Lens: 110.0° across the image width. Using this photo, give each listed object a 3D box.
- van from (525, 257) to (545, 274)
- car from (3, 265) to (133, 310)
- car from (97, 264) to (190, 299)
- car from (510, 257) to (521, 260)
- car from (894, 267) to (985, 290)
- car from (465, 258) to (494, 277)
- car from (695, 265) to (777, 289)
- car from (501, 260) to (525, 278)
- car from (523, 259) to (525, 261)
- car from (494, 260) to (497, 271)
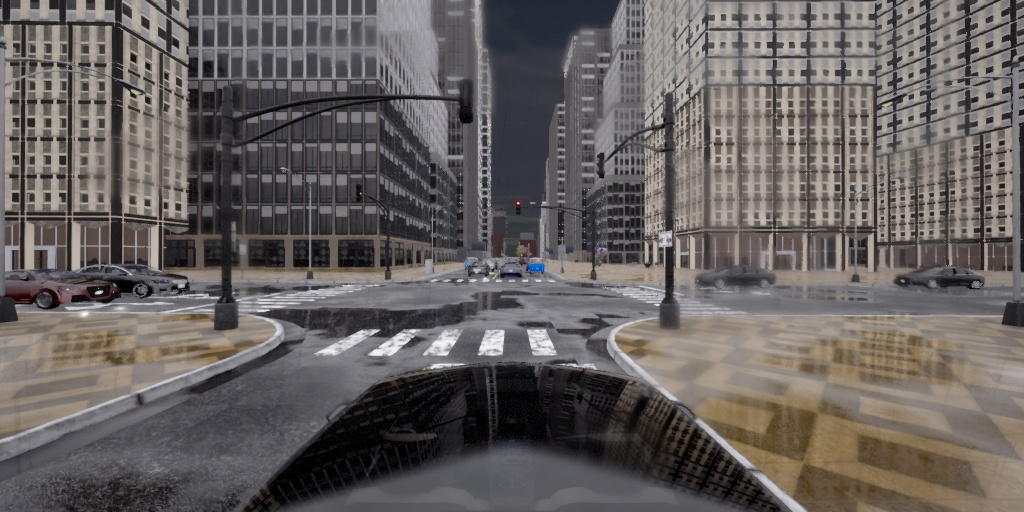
[{"bbox_3d":[2.687,1.090,39.789,1.690,1.789,3.998,0,0,0],"label":"van"},{"bbox_3d":[-17.424,1.169,13.362,4.181,1.385,1.994,0,0,-1],"label":"car"},{"bbox_3d":[-17.809,1.109,16.606,4.902,1.511,2.128,0,0,-1],"label":"car"},{"bbox_3d":[0.082,1.296,62.292,2.033,1.411,5.357,0,0,1],"label":"car"},{"bbox_3d":[28.861,1.486,24.284,4.892,1.490,1.837,0,0,-1],"label":"car"},{"bbox_3d":[-3.231,1.241,35.622,2.128,1.511,4.902,0,0,0],"label":"car"},{"bbox_3d":[14.862,1.392,23.953,4.892,1.490,1.837,-1,0,1],"label":"car"},{"bbox_3d":[-0.073,1.313,34.577,1.994,1.385,4.181,0,0,0],"label":"car"},{"bbox_3d":[2.618,1.295,45.327,1.888,1.381,4.507,0,0,0],"label":"car"},{"bbox_3d":[-3.191,1.275,45.797,1.812,1.442,4.674,0,0,0],"label":"car"}]
